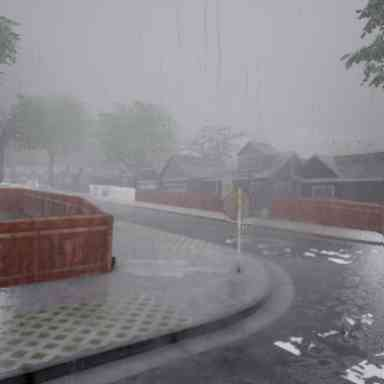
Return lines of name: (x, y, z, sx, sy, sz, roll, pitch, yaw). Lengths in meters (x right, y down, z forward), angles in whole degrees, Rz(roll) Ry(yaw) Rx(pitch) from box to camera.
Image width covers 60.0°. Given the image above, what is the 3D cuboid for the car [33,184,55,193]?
car: (-20.384, -0.320, 45.703, 2.097, 1.767, 4.553, 2, 2, -35)
